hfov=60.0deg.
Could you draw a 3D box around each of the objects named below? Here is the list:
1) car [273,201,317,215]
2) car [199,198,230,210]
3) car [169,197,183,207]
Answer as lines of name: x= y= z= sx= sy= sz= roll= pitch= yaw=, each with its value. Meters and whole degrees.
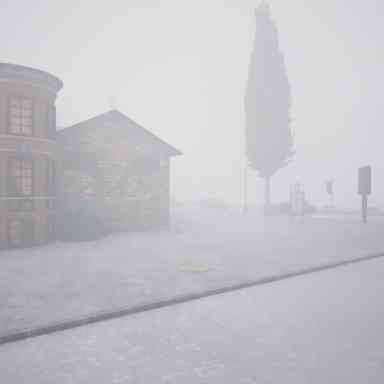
car: x=9.928 y=1.564 z=32.400 sx=1.994 sy=1.385 sz=4.181 roll=0 pitch=0 yaw=-35
car: x=2.804 y=1.492 z=42.370 sx=2.128 sy=1.511 sz=4.902 roll=0 pitch=0 yaw=-35
car: x=-3.218 y=1.526 z=50.822 sx=1.812 sy=1.442 sz=4.674 roll=0 pitch=0 yaw=-35
